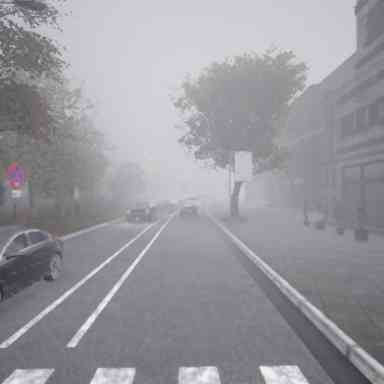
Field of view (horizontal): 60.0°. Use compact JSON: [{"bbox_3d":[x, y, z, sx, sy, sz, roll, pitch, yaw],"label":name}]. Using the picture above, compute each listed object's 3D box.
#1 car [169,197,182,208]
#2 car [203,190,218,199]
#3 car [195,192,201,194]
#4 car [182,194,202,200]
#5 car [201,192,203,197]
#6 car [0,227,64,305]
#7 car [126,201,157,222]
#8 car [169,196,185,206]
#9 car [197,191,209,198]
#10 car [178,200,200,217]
[{"bbox_3d":[-3.287,2.062,57.866,2.002,1.452,4.674,-2,2,3],"label":"car"},{"bbox_3d":[4.771,0.987,85.018,1.812,1.442,4.674,0,2,15],"label":"car"},{"bbox_3d":[0.015,1.197,80.495,2.097,1.535,5.008,-1,3,13],"label":"car"},{"bbox_3d":[0.137,1.759,54.571,2.150,2.045,5.566,0,0,3],"label":"car"},{"bbox_3d":[1.342,0.965,86.044,2.231,1.521,4.892,-1,2,16],"label":"car"},{"bbox_3d":[-4.440,1.574,7.316,2.128,1.511,4.902,0,-1,0],"label":"car"},{"bbox_3d":[-4.406,1.654,29.643,2.097,1.767,4.553,0,0,2],"label":"car"},{"bbox_3d":[-2.848,1.787,63.988,2.097,1.535,5.008,1,3,9],"label":"car"},{"bbox_3d":[3.090,0.719,92.120,2.097,1.535,5.008,0,2,17],"label":"car"},{"bbox_3d":[-0.306,1.883,35.977,1.812,1.442,4.674,0,-1,0],"label":"car"}]
